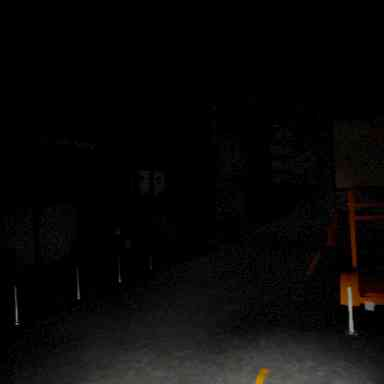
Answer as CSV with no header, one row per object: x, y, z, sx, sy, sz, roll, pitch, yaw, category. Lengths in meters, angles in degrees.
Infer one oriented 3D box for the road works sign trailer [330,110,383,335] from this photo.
3.852,0.310,5.931,2.380,3.560,2.880,-3,0,25,road works sign trailer

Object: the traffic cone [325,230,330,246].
5.375,1.773,12.978,0.340,0.580,0.340,-3,0,25,traffic cone
